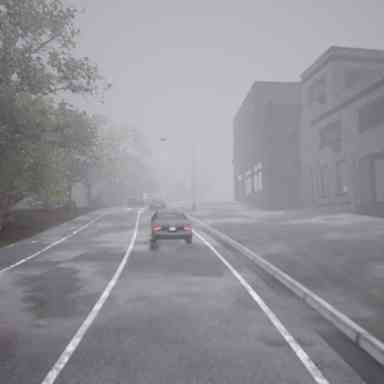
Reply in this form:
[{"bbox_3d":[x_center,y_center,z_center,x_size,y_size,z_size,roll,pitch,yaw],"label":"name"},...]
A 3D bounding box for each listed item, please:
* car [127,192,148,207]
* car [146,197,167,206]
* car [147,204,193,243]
[{"bbox_3d":[-7.565,1.033,46.798,2.150,2.045,5.566,-1,0,3],"label":"car"},{"bbox_3d":[-4.045,1.411,39.780,1.994,1.385,4.181,0,1,-4],"label":"car"},{"bbox_3d":[-1.092,1.540,16.055,2.033,1.411,5.357,0,0,-7],"label":"car"}]
